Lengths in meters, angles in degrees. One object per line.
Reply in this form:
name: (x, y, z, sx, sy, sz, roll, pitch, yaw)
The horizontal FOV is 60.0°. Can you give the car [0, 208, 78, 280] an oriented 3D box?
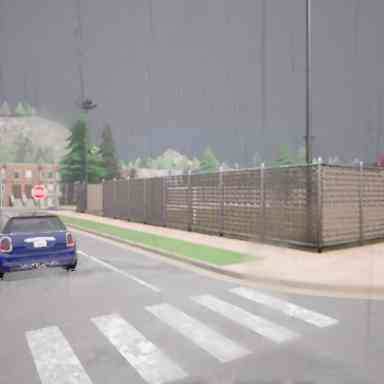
car: (-5.206, 1.383, 10.416, 2.097, 1.767, 4.553, 0, 0, -36)
